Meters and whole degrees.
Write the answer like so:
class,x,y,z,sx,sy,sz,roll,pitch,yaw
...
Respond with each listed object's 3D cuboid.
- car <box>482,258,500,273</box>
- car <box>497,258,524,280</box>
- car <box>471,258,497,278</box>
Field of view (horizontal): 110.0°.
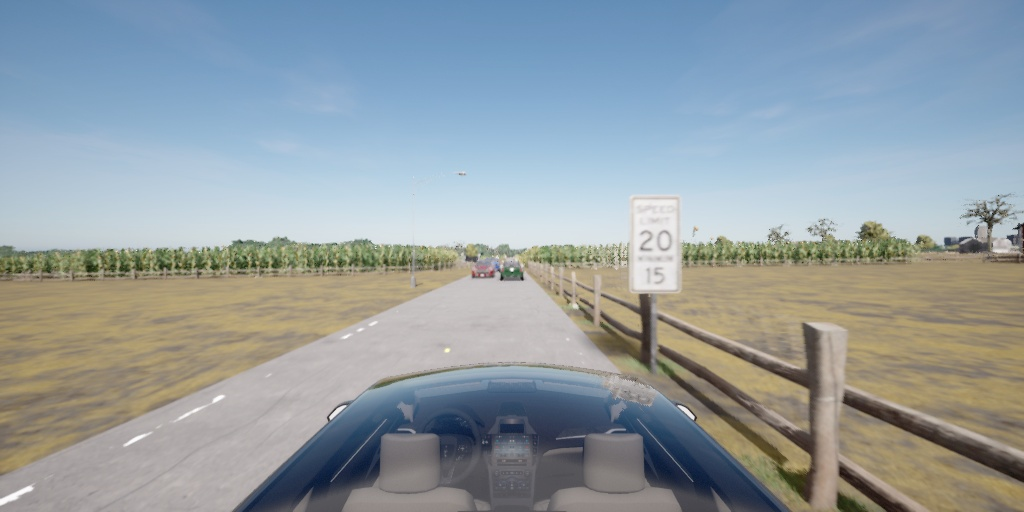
class,x,y,z,sx,sy,sz,roll,pitch,yaw
car,-2.765,1.249,49.139,2.150,2.045,5.566,0,0,0
car,0.003,1.181,32.103,2.097,1.767,4.553,0,0,0
car,-2.761,1.194,35.396,2.097,1.767,4.553,0,0,0
